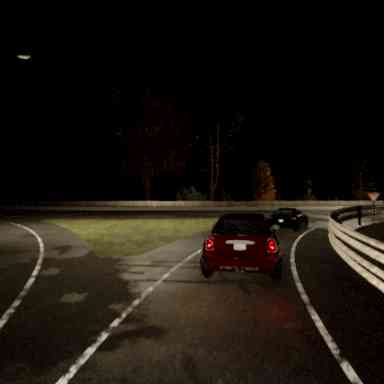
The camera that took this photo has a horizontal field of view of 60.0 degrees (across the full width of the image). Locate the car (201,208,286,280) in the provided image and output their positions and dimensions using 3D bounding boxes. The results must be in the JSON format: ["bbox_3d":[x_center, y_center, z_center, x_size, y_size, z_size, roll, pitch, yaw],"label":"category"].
[{"bbox_3d":[1.653,1.431,10.494,2.097,1.767,4.553,0,0,12],"label":"car"}]

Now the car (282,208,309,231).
[{"bbox_3d":[6.390,1.738,22.003,1.994,1.385,4.181,0,-1,29],"label":"car"}]
